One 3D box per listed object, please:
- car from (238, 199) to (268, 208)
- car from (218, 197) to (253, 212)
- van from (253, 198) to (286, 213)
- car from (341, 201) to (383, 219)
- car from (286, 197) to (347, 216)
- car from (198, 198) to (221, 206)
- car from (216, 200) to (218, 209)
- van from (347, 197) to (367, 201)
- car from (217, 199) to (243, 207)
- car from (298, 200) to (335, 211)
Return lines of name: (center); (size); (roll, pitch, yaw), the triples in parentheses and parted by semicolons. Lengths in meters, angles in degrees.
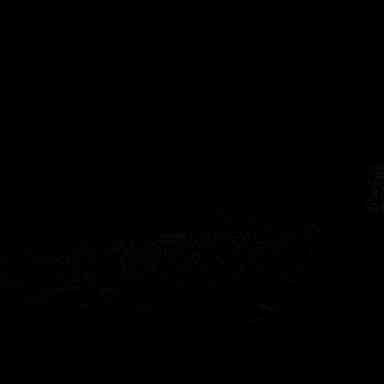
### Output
car: (9.770, 1.803, 53.556); (1.752, 1.417, 4.829); (-1, 0, -36)
car: (6.235, 1.627, 43.832); (2.192, 1.841, 5.009); (-1, 0, -36)
van: (9.538, 1.599, 39.212); (1.690, 1.788, 3.998); (-1, 0, -36)
car: (16.148, 1.726, 29.970); (1.802, 1.307, 4.206); (-1, 0, -36)
car: (12.840, 1.517, 34.591); (2.192, 1.841, 5.009); (-1, 0, -36)
car: (3.265, 1.929, 62.658); (2.008, 1.369, 4.403); (-1, 0, -36)
car: (2.938, 1.915, 48.454); (2.008, 1.369, 4.403); (-1, 0, -36)
van: (19.771, 1.455, 39.555); (1.690, 1.788, 3.998); (-1, 0, -36)
car: (6.567, 1.872, 58.037); (1.887, 1.381, 4.507); (-1, 0, -36)
car: (16.474, 1.736, 44.176); (1.947, 1.339, 4.313); (-1, 0, -36)
